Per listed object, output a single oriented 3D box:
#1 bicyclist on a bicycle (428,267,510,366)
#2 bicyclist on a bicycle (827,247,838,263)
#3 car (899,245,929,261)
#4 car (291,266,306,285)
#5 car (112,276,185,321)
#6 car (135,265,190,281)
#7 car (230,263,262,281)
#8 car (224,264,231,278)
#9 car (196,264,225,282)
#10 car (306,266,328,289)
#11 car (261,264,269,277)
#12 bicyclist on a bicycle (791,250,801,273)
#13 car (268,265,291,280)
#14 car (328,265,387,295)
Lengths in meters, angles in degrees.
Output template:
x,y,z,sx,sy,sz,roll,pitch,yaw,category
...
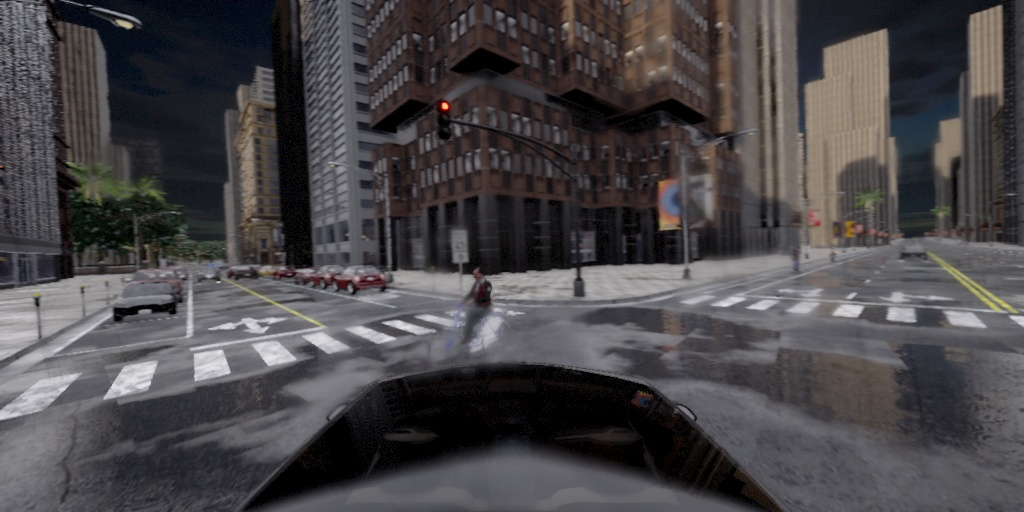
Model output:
x,y,z,sx,sy,sz,roll,pitch,yaw,category
-0.750,1.091,6.618,1.843,1.776,0.659,-2,1,-42,bicyclist on a bicycle
32.735,-0.113,36.573,1.509,1.612,0.866,-2,1,-42,bicyclist on a bicycle
42.367,-0.353,37.823,5.008,1.535,1.882,-2,1,-42,car
-16.110,1.576,28.857,1.802,1.307,4.207,0,0,-42,car
-15.218,1.758,15.091,1.948,1.339,4.313,0,0,-42,car
-18.837,1.589,19.133,2.192,1.841,5.009,0,0,-42,car
-29.381,1.848,39.538,1.882,1.535,5.008,-3,1,-41,car
-35.367,1.989,46.178,1.882,1.535,5.008,-3,1,-42,car
-33.438,2.033,39.532,2.128,1.511,4.902,-3,1,-42,car
-12.492,1.351,24.816,1.967,1.591,4.097,0,0,-42,car
-30.697,1.854,45.148,1.751,1.417,4.829,0,0,-42,car
19.839,0.394,25.041,1.656,1.620,0.582,-3,1,-42,bicyclist on a bicycle
-23.347,1.705,36.939,1.888,1.381,4.507,0,0,-42,car
-8.874,1.269,20.774,1.967,1.591,4.097,0,0,-42,car
